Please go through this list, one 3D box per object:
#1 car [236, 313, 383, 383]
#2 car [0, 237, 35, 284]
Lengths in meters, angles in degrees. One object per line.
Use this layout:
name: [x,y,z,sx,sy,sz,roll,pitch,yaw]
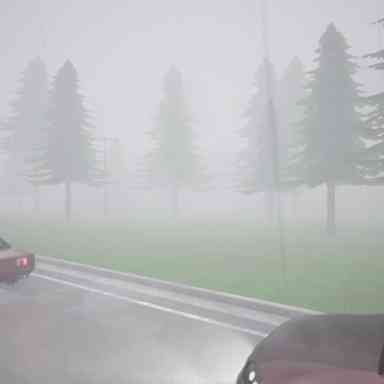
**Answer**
car: [2.374,1.564,2.299,4.181,1.385,1.994,0,0,36]
car: [-6.014,1.604,8.274,4.718,1.301,1.895,0,0,35]
